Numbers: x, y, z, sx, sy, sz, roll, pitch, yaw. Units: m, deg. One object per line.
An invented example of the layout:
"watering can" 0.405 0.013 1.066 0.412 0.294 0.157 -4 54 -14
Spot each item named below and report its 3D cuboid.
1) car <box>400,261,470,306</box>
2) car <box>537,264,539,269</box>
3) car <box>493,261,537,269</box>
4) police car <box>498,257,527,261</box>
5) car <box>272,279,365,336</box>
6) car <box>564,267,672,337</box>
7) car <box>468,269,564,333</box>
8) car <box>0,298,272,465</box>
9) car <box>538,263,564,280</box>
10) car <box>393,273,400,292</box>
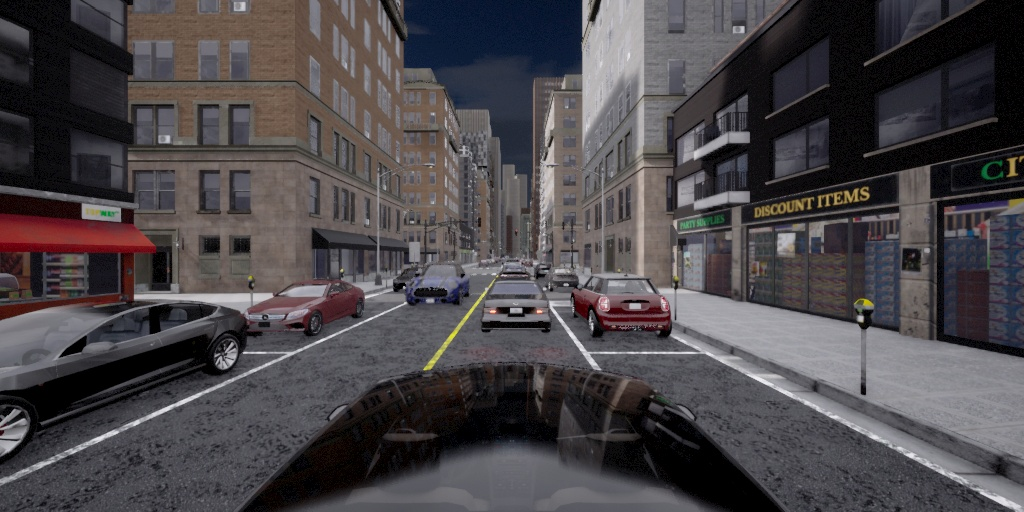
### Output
"car" -3.071 1.102 15.768 2.097 1.767 4.553 0 0 0
"car" 2.911 1.319 32.277 1.948 1.339 4.313 0 0 0
"car" 0.132 1.242 21.266 2.128 1.511 4.902 0 0 0
"police car" 0.051 1.178 31.286 1.930 1.638 5.238 0 0 0
"car" -5.656 1.332 10.288 1.802 1.307 4.207 0 0 0
"car" 2.870 1.190 10.272 1.967 1.591 4.097 0 0 0
"car" 0.111 1.297 10.743 2.033 1.411 5.357 0 0 0
"car" -5.666 1.315 4.787 1.948 1.339 4.313 0 0 0
"car" 2.890 1.301 21.275 2.007 1.370 4.403 0 0 0
"car" -5.635 1.316 21.291 1.948 1.339 4.313 0 0 0
